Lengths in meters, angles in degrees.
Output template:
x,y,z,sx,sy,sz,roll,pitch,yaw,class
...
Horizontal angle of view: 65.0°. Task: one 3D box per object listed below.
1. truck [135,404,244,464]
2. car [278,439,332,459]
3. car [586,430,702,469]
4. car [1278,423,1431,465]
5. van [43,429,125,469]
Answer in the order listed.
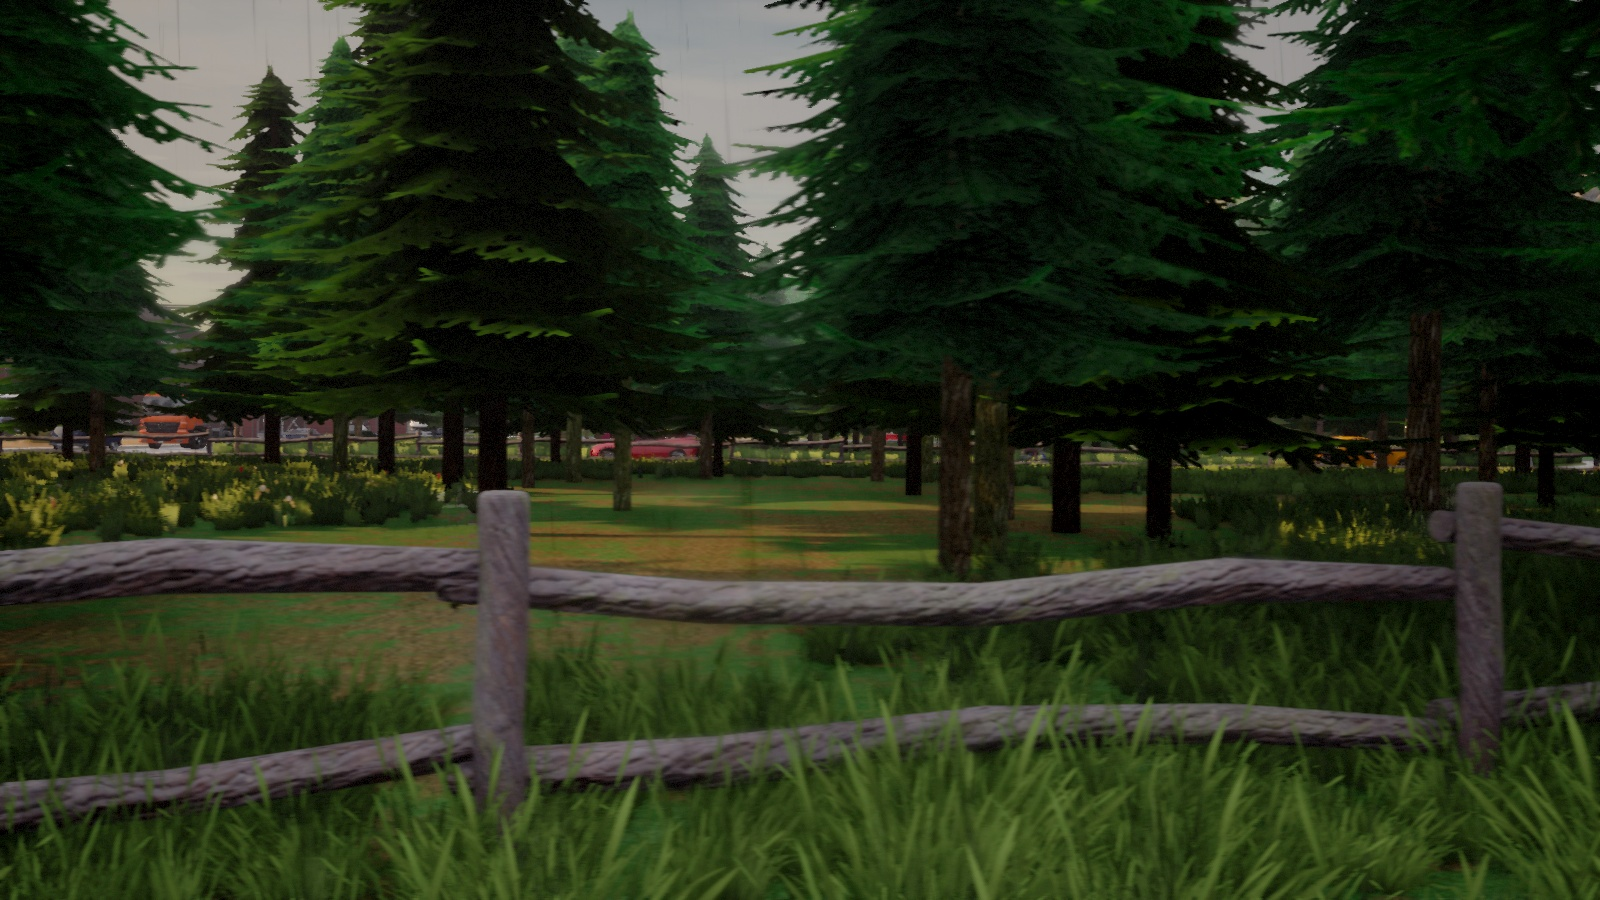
x,y,z,sx,sy,sz,roll,pitch,yaw,class
-37.597,-0.997,77.736,2.891,3.462,7.936,-1,1,0,truck
-34.162,-0.094,86.757,1.895,1.301,4.718,-1,1,0,car
-6.396,-0.030,51.768,4.514,1.525,2.007,-1,1,0,car
21.118,-0.240,47.962,5.008,1.535,1.882,-1,1,0,car
-37.488,-0.074,65.868,1.775,1.987,4.442,-1,1,0,van
